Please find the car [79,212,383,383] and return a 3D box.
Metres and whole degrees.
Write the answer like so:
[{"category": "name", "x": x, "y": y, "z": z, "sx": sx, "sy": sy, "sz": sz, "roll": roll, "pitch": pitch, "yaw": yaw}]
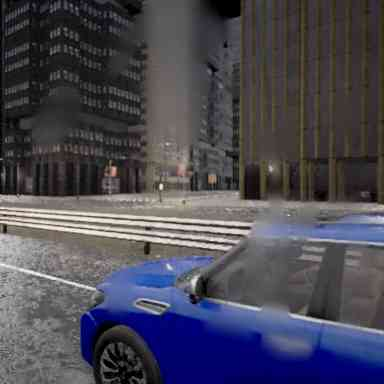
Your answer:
[{"category": "car", "x": 1.349, "y": 1.219, "z": 3.023, "sx": 5.566, "sy": 2.045, "sz": 2.150, "roll": 0, "pitch": 0, "yaw": 36}]
